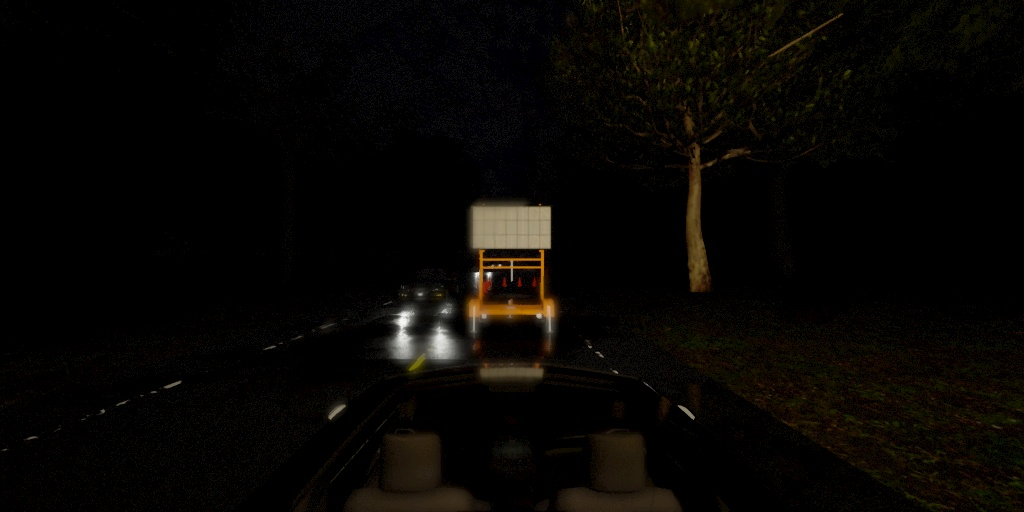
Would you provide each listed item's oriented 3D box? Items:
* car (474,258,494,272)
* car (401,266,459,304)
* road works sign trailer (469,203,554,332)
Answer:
[{"bbox_3d":[-3.611,1.258,45.583,1.812,1.442,4.674,0,0,0],"label":"car"},{"bbox_3d":[-3.606,1.258,16.484,1.837,1.490,4.892,0,0,0],"label":"car"},{"bbox_3d":[-0.005,0.217,10.821,2.380,3.560,2.880,0,0,0],"label":"road works sign trailer"}]
